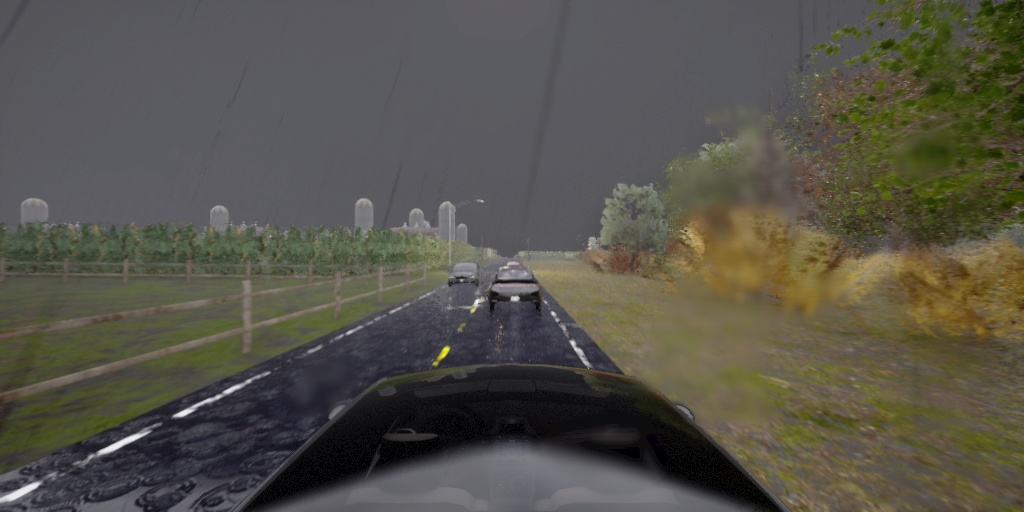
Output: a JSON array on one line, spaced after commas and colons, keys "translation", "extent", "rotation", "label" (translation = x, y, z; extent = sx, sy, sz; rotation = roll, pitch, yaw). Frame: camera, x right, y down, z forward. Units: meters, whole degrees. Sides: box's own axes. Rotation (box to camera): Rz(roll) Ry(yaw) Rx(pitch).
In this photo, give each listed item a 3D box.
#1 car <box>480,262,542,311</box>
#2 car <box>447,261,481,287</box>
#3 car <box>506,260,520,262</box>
[{"translation": [0.100, 1.155, 14.008], "extent": [2.128, 1.511, 4.902], "rotation": [0, 0, 0], "label": "car"}, {"translation": [-2.846, 1.107, 22.689], "extent": [1.837, 1.490, 4.892], "rotation": [0, 0, 0], "label": "car"}, {"translation": [0.101, 1.058, 32.658], "extent": [1.812, 1.442, 4.674], "rotation": [0, 0, 0], "label": "car"}]
